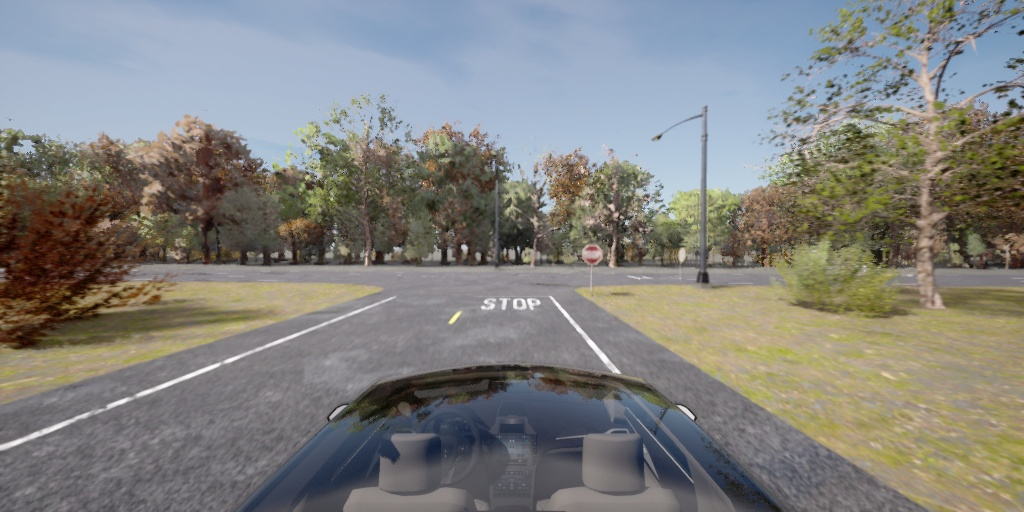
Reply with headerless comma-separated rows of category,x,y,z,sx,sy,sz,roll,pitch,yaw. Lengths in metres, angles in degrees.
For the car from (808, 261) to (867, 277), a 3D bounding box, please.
car,29.791,1.159,32.874,4.674,1.442,1.812,-1,1,0
